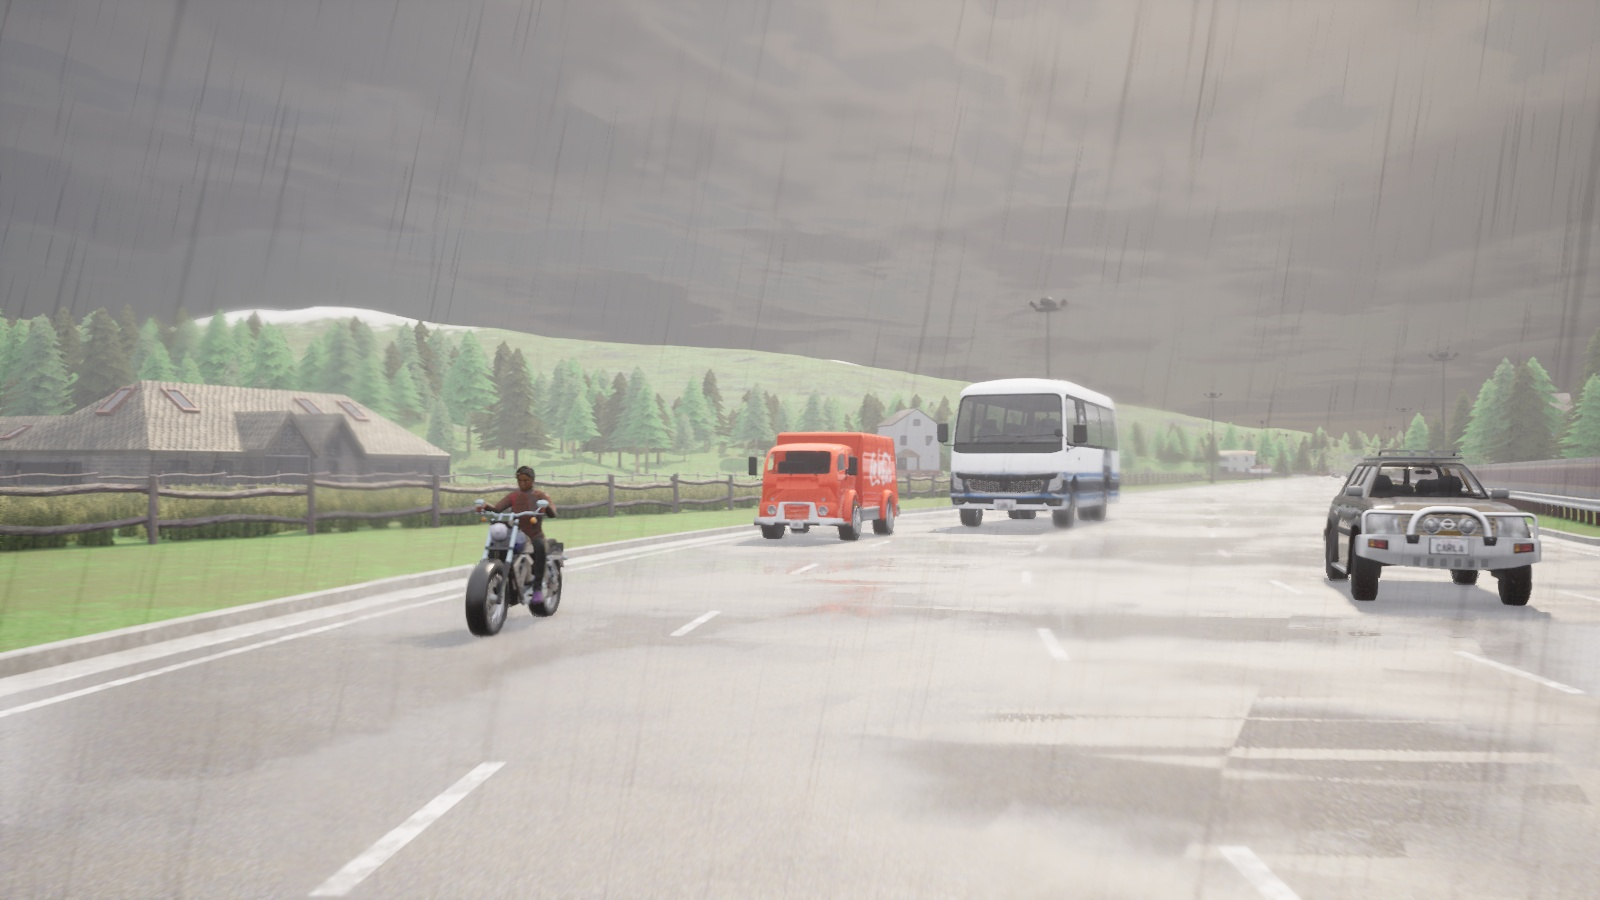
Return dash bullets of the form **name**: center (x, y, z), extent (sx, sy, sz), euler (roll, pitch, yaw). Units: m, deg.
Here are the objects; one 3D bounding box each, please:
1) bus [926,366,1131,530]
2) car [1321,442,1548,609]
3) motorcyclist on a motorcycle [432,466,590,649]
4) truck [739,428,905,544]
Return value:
- **bus**: center (7.250, 0.049, 38.051), extent (3.944, 4.253, 10.273), euler (-1, -1, 23)
- **car**: center (8.102, 0.878, 16.478), extent (1.932, 1.855, 4.605), euler (0, -1, 17)
- **motorcyclist on a motorcycle**: center (-2.813, 0.985, 12.525), extent (0.766, 1.649, 2.350), euler (0, -1, 7)
- **truck**: center (0.665, 0.822, 29.677), extent (2.627, 2.467, 5.204), euler (-1, -1, 17)
